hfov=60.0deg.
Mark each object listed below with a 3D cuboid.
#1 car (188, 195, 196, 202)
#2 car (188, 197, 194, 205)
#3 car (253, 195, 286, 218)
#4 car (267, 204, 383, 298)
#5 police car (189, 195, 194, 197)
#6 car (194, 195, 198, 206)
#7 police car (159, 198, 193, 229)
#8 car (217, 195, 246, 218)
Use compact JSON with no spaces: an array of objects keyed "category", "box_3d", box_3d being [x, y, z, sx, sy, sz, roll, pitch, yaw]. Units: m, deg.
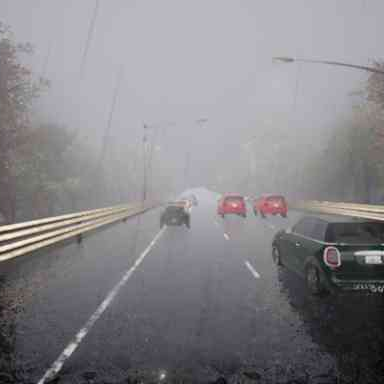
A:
[{"category":"car","box_3d":[0.020,1.435,75.966,1.837,1.490,4.892,0,0,0]},{"category":"car","box_3d":[-1.041,1.527,32.043,1.882,1.535,5.008,0,0,0]},{"category":"car","box_3d":[7.107,1.268,30.677,2.150,2.045,5.566,0,0,0]},{"category":"car","box_3d":[3.601,1.365,8.729,2.097,1.767,4.553,0,0,0]},{"category":"police car","box_3d":[-1.040,1.483,38.156,1.930,1.638,5.238,0,0,0]},{"category":"car","box_3d":[0.015,1.633,56.333,2.033,1.411,5.357,0,0,0]},{"category":"police car","box_3d":[-1.044,1.459,22.150,1.930,1.638,5.238,0,0,0]},{"category":"car","box_3d":[3.607,1.268,30.782,2.150,2.045,5.566,0,0,0]}]
